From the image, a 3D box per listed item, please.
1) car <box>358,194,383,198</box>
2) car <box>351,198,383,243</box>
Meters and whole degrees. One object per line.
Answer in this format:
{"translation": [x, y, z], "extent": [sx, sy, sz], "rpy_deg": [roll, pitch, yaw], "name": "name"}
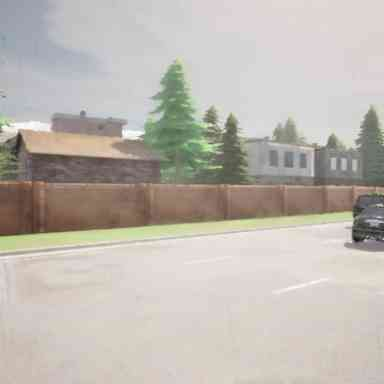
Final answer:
{"translation": [12.401, 1.119, 21.040], "extent": [5.566, 2.045, 2.150], "rpy_deg": [0, 0, -35], "name": "car"}
{"translation": [8.896, 1.283, 14.290], "extent": [4.553, 1.767, 2.097], "rpy_deg": [0, 0, -35], "name": "car"}
